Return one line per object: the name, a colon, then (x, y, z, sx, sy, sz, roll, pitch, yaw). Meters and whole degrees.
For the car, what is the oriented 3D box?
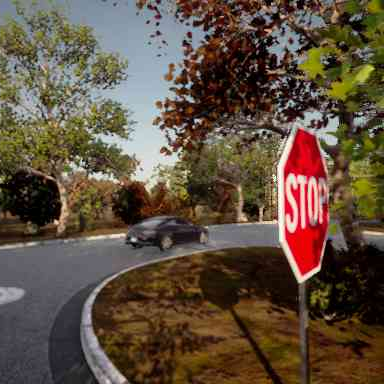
car: (-1.046, 1.855, 15.486, 1.812, 1.442, 4.674, -2, -3, 35)
